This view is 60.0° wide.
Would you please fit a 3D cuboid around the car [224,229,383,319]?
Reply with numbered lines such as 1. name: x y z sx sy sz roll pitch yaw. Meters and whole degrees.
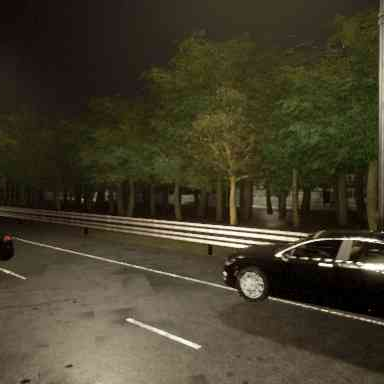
1. car: 2.930 1.505 6.531 4.892 1.490 1.837 1 0 38

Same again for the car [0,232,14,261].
1. car: -7.775 1.574 11.044 4.181 1.385 1.994 1 0 35
